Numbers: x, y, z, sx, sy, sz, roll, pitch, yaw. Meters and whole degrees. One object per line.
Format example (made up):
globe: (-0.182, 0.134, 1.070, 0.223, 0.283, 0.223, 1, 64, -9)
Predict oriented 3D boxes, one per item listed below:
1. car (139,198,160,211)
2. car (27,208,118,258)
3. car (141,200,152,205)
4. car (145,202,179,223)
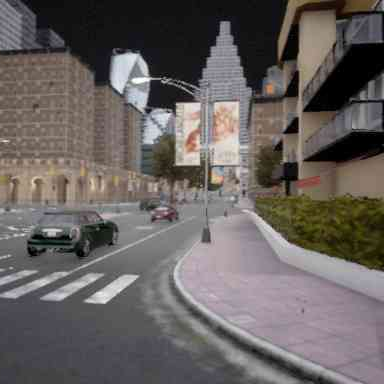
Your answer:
car: (-6.348, 1.881, 50.088, 2.150, 2.045, 5.566, 1, -1, -24)
car: (-4.634, 1.505, 13.650, 2.097, 1.767, 4.553, 1, -1, 6)
car: (-12.472, 2.786, 91.792, 1.895, 1.301, 4.718, 1, -1, 8)
car: (-2.436, 1.938, 30.024, 1.812, 1.442, 4.674, 1, -1, 9)
